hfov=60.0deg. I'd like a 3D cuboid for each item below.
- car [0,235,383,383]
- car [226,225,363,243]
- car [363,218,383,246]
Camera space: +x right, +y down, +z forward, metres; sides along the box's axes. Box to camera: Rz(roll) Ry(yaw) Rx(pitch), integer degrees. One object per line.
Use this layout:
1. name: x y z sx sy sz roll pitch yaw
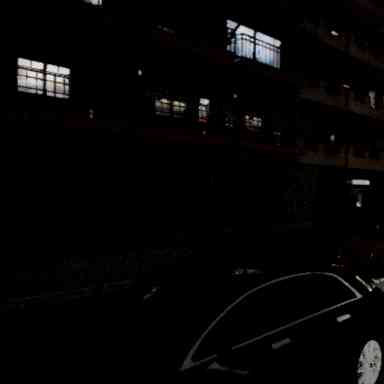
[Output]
1. car: 0.311 1.513 3.597 4.892 1.490 1.837 1 0 -35
2. car: 1.863 1.565 7.873 4.507 1.381 1.887 0 0 -35
3. car: 6.337 1.569 11.058 4.829 1.417 1.752 0 0 -35
